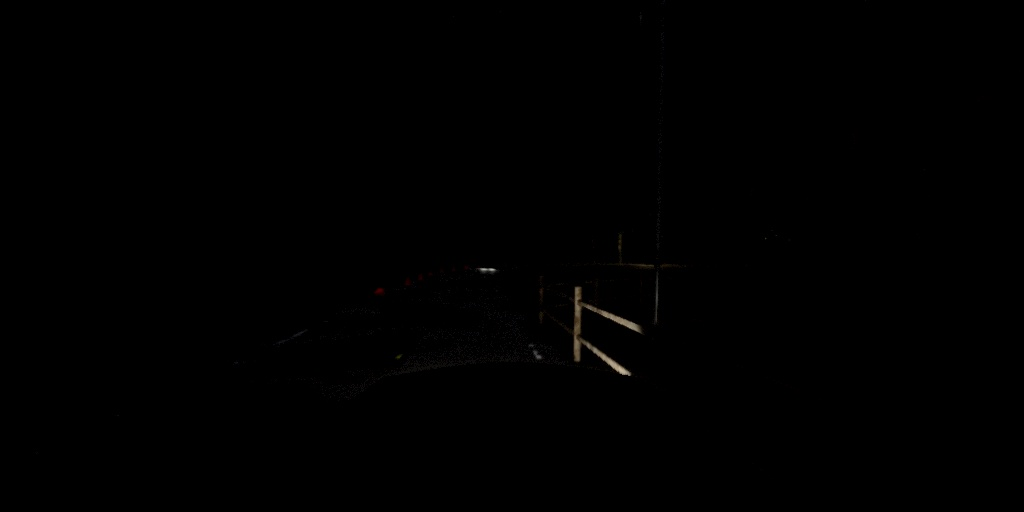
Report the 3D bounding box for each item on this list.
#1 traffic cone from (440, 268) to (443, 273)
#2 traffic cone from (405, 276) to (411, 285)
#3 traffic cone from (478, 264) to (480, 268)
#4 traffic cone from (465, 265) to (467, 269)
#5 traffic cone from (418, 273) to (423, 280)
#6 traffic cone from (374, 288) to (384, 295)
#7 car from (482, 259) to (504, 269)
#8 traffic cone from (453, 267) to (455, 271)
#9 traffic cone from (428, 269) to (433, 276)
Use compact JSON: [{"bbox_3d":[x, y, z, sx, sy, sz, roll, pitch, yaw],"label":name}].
[{"bbox_3d":[-7.494,1.502,38.241,0.340,0.580,0.340,0,0,3],"label":"traffic cone"},{"bbox_3d":[-6.666,1.558,22.914,0.340,0.580,0.340,0,0,-8],"label":"traffic cone"},{"bbox_3d":[-4.895,1.502,53.597,0.340,0.580,0.340,0,0,17],"label":"traffic cone"},{"bbox_3d":[-6.184,1.495,48.555,0.340,0.580,0.340,0,0,12],"label":"traffic cone"},{"bbox_3d":[-7.092,1.538,27.869,0.340,0.580,0.340,0,0,-7],"label":"traffic cone"},{"bbox_3d":[-6.237,1.403,16.979,0.340,0.580,0.340,0,0,-7],"label":"traffic cone"},{"bbox_3d":[-2.799,1.127,53.401,2.033,1.411,5.357,1,0,17],"label":"car"},{"bbox_3d":[-7.052,1.494,43.425,0.340,0.580,0.340,0,0,7],"label":"traffic cone"},{"bbox_3d":[-7.506,1.517,33.037,0.340,0.580,0.340,0,0,-2],"label":"traffic cone"}]
